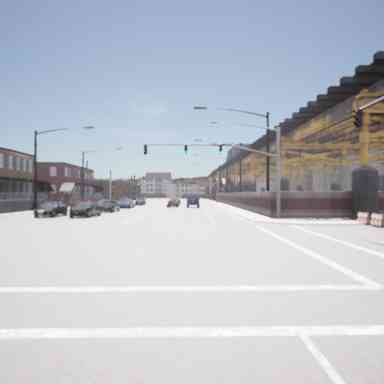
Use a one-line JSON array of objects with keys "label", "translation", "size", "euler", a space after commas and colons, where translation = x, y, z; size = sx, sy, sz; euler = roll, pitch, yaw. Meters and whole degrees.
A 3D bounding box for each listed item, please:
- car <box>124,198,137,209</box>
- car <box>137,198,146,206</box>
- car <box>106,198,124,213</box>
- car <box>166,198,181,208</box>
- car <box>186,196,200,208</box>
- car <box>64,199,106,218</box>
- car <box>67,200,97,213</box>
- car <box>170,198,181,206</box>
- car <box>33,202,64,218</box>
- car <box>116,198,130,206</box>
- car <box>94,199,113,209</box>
[{"label": "car", "translation": [-10.506, 1.741, 52.536], "size": [2.097, 1.767, 4.553], "euler": [0, 0, 0]}, {"label": "car", "translation": [-10.406, 2.006, 67.174], "size": [1.837, 1.490, 4.892], "euler": [0, -1, 0]}, {"label": "car", "translation": [-10.528, 1.820, 42.593], "size": [1.837, 1.490, 4.892], "euler": [0, 0, 0]}, {"label": "car", "translation": [-3.321, 1.958, 58.377], "size": [1.812, 1.442, 4.674], "euler": [0, 0, 0]}, {"label": "car", "translation": [0.187, 1.652, 57.866], "size": [2.150, 2.045, 5.566], "euler": [0, 0, 0]}, {"label": "car", "translation": [-10.542, 1.723, 33.109], "size": [1.882, 1.535, 5.008], "euler": [0, 0, 2]}, {"label": "car", "translation": [-14.026, 1.807, 42.667], "size": [2.128, 1.511, 4.902], "euler": [0, 0, 0]}, {"label": "car", "translation": [-3.365, 2.065, 70.297], "size": [2.033, 1.411, 5.357], "euler": [0, 0, 0]}, {"label": "car", "translation": [-14.042, 1.738, 33.302], "size": [2.128, 1.511, 4.902], "euler": [0, 0, 0]}, {"label": "car", "translation": [-13.899, 2.000, 67.577], "size": [1.837, 1.490, 4.892], "euler": [0, 0, 0]}, {"label": "car", "translation": [-14.003, 1.916, 52.794], "size": [1.812, 1.442, 4.674], "euler": [0, 0, 0]}]
